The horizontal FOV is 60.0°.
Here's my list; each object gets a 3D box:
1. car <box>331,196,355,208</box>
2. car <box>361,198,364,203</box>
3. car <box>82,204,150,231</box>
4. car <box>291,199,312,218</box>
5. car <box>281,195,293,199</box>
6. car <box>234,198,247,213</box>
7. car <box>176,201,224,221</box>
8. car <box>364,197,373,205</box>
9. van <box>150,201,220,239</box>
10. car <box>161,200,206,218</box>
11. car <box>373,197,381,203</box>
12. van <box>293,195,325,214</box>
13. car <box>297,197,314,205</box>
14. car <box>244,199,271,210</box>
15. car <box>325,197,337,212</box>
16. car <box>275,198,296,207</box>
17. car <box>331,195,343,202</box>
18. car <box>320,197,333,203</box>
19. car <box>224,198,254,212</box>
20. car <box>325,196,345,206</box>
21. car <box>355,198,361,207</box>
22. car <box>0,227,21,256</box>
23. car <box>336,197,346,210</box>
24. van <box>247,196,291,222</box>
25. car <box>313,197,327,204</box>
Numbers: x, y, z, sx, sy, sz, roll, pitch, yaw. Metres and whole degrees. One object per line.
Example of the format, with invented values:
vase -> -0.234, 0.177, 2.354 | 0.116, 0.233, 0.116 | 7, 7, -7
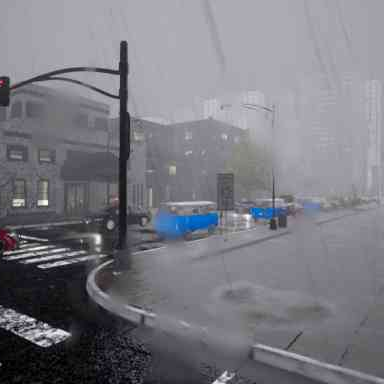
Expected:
car -> 22.091, 1.497, 49.284 | 2.192, 1.841, 5.009 | 0, 0, 35
car -> 28.525, 1.748, 58.467 | 1.752, 1.417, 4.829 | 0, 0, 35
car -> -4.653, 1.528, 21.207 | 1.837, 1.490, 4.892 | 1, 0, 35
car -> 9.414, 1.655, 31.195 | 1.887, 1.381, 4.507 | 0, 0, 35
car -> 11.978, 1.338, 39.346 | 2.150, 2.045, 5.566 | 1, 0, 35
car -> 6.491, 1.604, 37.084 | 1.812, 1.442, 4.674 | 1, 0, 35
car -> 0.810, 1.554, 29.001 | 1.837, 1.490, 4.892 | 1, 0, 35
car -> 34.764, 1.809, 67.372 | 1.887, 1.381, 4.507 | 0, 0, 35
van -> -0.091, 1.406, 17.629 | 1.690, 1.788, 3.998 | 0, 0, 35
car -> -0.705, 1.558, 31.358 | 1.752, 1.417, 4.829 | 0, 0, 35
car -> 44.271, 1.899, 80.938 | 1.947, 1.339, 4.313 | 0, 0, 35
van -> 12.584, 1.469, 35.718 | 1.690, 1.788, 3.998 | 0, 0, 35
car -> 21.574, 1.705, 63.151 | 1.887, 1.381, 4.507 | 0, 0, 35
car -> 8.899, 1.628, 45.064 | 1.887, 1.381, 4.507 | 0, 0, 35
car -> 15.850, 1.671, 40.379 | 1.752, 1.417, 4.829 | 0, 0, 35
car -> 15.237, 1.665, 54.107 | 1.887, 1.381, 4.507 | 0, 0, 35
car -> 37.418, 1.712, 85.761 | 1.967, 1.590, 4.097 | 0, 0, 35
car -> 31.080, 1.792, 76.717 | 1.947, 1.339, 4.313 | 0, 0, 35
car -> 5.732, 1.506, 40.542 | 1.967, 1.590, 4.097 | 0, 0, 35
car -> 25.050, 1.546, 58.125 | 2.097, 1.767, 4.553 | 1, 0, 39
car -> 25.260, 1.516, 53.807 | 2.192, 1.841, 5.009 | 0, 0, 35
car -> -8.465, 1.581, 11.835 | 4.181, 1.385, 1.994 | 0, 0, -33
car -> 18.920, 1.729, 44.761 | 1.947, 1.339, 4.313 | 0, 0, 35
van -> 6.246, 1.436, 26.674 | 1.690, 1.788, 3.998 | 0, 0, 35
car -> 27.814, 1.728, 72.056 | 1.752, 1.417, 4.829 | 0, 0, 35
